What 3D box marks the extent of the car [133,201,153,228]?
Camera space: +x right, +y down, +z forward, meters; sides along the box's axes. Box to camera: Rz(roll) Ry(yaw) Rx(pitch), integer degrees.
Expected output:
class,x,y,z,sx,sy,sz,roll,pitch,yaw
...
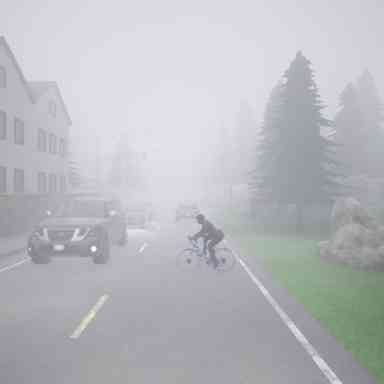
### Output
class,x,y,z,sx,sy,sz,roll,pitch,yaw
car,-3.936,1.556,21.788,1.994,1.385,4.181,0,0,-1

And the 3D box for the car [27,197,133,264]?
class,x,y,z,sx,sy,sz,roll,pitch,yaw
car,-3.795,1.219,12.124,2.150,2.045,5.566,0,0,-1

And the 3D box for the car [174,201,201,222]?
class,x,y,z,sx,sy,sz,roll,pitch,yaw
car,-0.353,1.482,26.105,2.128,1.511,4.902,0,0,-1

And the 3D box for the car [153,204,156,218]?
class,x,y,z,sx,sy,sz,roll,pitch,yaw
car,-3.974,1.496,27.205,1.837,1.490,4.892,0,0,-1

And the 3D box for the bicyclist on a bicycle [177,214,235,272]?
class,x,y,z,sx,sy,sz,roll,pitch,yaw
bicyclist on a bicycle,0.393,1.449,9.282,1.656,1.620,0.582,0,0,-1
